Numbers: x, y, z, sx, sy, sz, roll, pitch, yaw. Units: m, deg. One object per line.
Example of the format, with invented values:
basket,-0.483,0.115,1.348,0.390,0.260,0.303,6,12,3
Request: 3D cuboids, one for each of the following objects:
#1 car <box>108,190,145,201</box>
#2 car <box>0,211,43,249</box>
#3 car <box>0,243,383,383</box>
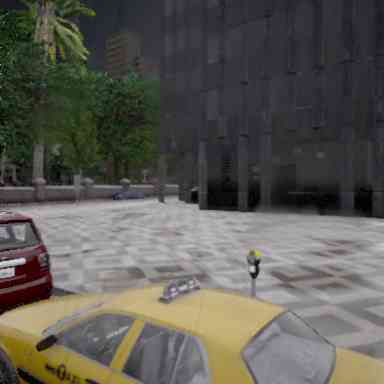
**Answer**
car,-8.853,0.446,45.494,2.033,1.411,5.357,0,2,35
car,-4.685,1.257,6.243,5.009,1.841,2.192,0,0,35
car,-0.330,1.502,3.196,4.829,1.417,1.752,0,0,35
